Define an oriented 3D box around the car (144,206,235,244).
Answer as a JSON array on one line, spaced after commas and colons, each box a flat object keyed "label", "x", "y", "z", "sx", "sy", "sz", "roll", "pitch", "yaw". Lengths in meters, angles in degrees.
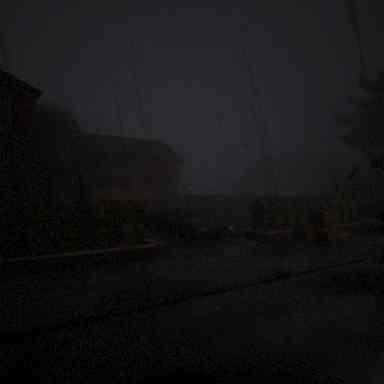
[{"label": "car", "x": -0.377, "y": 1.374, "z": 15.127, "sx": 2.033, "sy": 1.415, "sz": 5.357, "roll": 0, "pitch": 0, "yaw": -33}]
